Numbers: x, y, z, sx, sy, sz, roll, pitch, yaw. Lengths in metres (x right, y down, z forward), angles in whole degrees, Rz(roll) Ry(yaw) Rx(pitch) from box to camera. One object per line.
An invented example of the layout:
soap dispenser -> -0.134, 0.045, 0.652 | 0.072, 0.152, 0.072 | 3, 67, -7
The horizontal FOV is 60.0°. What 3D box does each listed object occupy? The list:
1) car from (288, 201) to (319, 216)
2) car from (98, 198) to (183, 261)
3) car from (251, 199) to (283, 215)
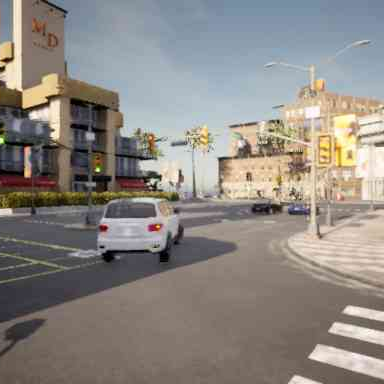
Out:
car -> 10.859, 1.522, 32.275 | 1.994, 1.385, 4.181 | 0, 0, 36
car -> -1.716, 1.230, 12.459 | 2.150, 2.045, 5.566 | -1, 0, 4
car -> 7.733, 1.449, 33.957 | 1.882, 1.535, 5.008 | 0, 0, 35
